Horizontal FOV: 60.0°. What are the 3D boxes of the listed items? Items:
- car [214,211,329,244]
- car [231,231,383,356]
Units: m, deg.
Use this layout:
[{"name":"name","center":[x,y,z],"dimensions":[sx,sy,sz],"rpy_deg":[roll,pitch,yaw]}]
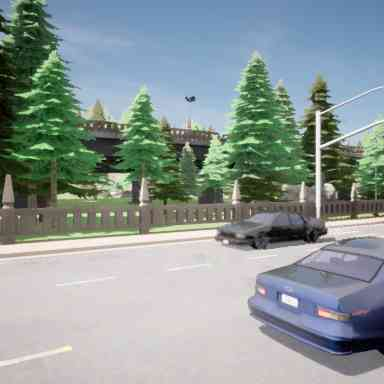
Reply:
[{"name":"car","center":[3.582,1.547,14.391],"dimensions":[5.357,1.411,2.033],"rpy_deg":[0,0,-32]},{"name":"car","center":[3.496,1.547,5.918],"dimensions":[5.357,1.411,2.033],"rpy_deg":[0,0,-31]}]
